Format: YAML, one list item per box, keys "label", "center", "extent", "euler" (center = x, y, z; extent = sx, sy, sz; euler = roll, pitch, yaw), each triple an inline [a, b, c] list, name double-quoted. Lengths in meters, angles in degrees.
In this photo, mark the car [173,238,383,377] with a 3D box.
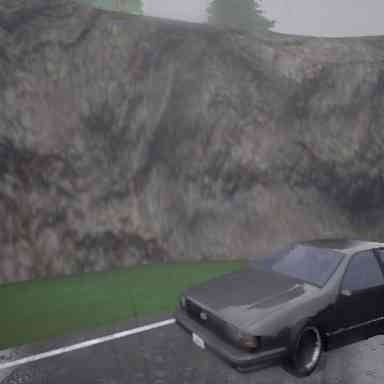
- label: "car"
  center: [2.421, 1.532, 5.589]
  extent: [5.357, 1.411, 2.033]
  euler: [0, 0, -29]
